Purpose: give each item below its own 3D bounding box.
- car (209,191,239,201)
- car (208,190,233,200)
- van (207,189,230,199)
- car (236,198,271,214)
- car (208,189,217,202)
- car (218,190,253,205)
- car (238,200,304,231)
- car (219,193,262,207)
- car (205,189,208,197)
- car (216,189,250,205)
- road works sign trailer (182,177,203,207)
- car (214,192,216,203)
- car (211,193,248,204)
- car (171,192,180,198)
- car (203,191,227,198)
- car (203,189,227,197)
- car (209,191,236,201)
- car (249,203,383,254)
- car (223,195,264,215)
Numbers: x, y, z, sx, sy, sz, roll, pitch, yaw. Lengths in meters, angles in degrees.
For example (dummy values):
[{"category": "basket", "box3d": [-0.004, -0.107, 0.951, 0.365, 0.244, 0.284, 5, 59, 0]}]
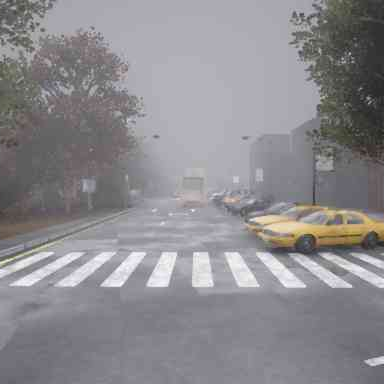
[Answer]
[{"category": "car", "box3d": [5.555, 0.689, 57.840, 4.553, 1.767, 2.185, 1, 0, -20]}, {"category": "car", "box3d": [5.680, 0.600, 66.857, 4.553, 1.767, 2.185, 1, 1, -20]}, {"category": "van", "box3d": [5.791, 0.444, 72.904, 4.442, 1.987, 1.878, 1, 0, -20]}, {"category": "car", "box3d": [5.347, 1.286, 18.826, 4.892, 1.521, 2.231, 1, 1, -20]}, {"category": "car", "box3d": [5.465, 0.728, 42.809, 5.566, 2.045, 2.435, 1, 1, -20]}, {"category": "car", "box3d": [5.446, 0.963, 33.835, 4.553, 1.767, 2.185, 1, 1, -20]}, {"category": "car", "box3d": [5.156, 1.320, 15.762, 5.366, 1.575, 1.946, 0, 1, -20]}, {"category": "car", "box3d": [5.367, 1.155, 30.817, 4.792, 1.488, 2.163, 1, 1, -20]}, {"category": "car", "box3d": [5.520, 0.626, 51.825, 5.566, 2.045, 2.435, 1, 1, -20]}, {"category": "car", "box3d": [5.466, 0.926, 36.836, 4.553, 1.767, 2.185, 1, 1, -20]}, {"category": "road works sign trailer", "box3d": [0.141, -0.027, 41.556, 2.380, 3.560, 2.880, 0, 1, 0]}, {"category": "car", "box3d": [5.450, 1.055, 39.834, 4.674, 1.452, 2.002, 1, 0, -20]}, {"category": "car", "box3d": [5.491, 0.941, 48.827, 4.792, 1.488, 2.163, 1, 1, -20]}, {"category": "car", "box3d": [-3.735, 0.645, 75.877, 2.128, 1.511, 4.902, 0, 1, 0]}, {"category": "car", "box3d": [5.529, 0.606, 78.806, 5.366, 1.575, 1.946, 1, 1, -20]}, {"category": "car", "box3d": [5.746, 0.303, 84.895, 5.566, 2.045, 2.435, 1, 0, -20]}, {"category": "car", "box3d": [5.576, 0.659, 60.841, 4.553, 1.767, 2.185, 1, 0, -20]}, {"category": "car", "box3d": [5.150, 1.360, 12.761, 5.366, 1.575, 1.946, 1, 1, -20]}, {"category": "car", "box3d": [5.380, 1.205, 27.826, 4.674, 1.452, 2.002, 0, 1, -20]}]
